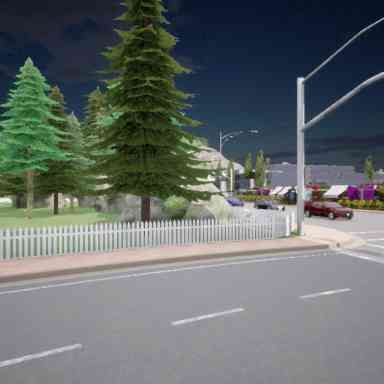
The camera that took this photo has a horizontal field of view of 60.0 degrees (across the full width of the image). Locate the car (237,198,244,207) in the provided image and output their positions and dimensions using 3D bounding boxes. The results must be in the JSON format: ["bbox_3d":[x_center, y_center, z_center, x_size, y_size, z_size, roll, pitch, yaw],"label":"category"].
[{"bbox_3d":[5.923,1.533,48.539,1.882,1.535,5.008,0,0,-16],"label":"car"}]

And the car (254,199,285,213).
[{"bbox_3d":[8.909,1.547,38.510,2.128,1.511,4.902,0,0,-17],"label":"car"}]

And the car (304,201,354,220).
[{"bbox_3d":[11.762,1.533,28.967,1.882,1.535,5.008,0,0,-17],"label":"car"}]
